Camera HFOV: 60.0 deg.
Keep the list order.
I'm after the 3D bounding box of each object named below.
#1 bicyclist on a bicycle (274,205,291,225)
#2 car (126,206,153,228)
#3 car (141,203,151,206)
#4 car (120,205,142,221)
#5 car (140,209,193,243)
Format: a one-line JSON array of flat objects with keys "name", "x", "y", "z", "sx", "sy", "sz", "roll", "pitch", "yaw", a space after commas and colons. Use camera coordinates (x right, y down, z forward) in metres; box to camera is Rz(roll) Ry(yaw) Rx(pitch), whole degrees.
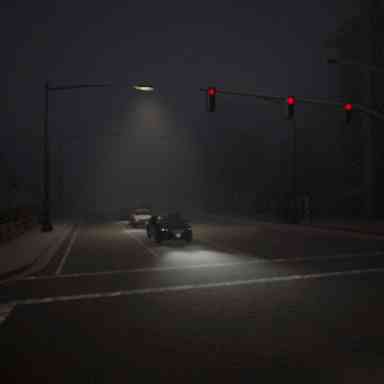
[{"name": "bicyclist on a bicycle", "x": 7.497, "y": 1.918, "z": 27.568, "sx": 1.656, "sy": 1.620, "sz": 0.582, "roll": 0, "pitch": -1, "yaw": -17}, {"name": "car", "x": -4.289, "y": 2.244, "z": 28.634, "sx": 1.812, "sy": 1.442, "sz": 4.674, "roll": 0, "pitch": -1, "yaw": -17}, {"name": "car", "x": -7.192, "y": 2.616, "z": 50.948, "sx": 2.097, "sy": 1.767, "sz": 4.553, "roll": 0, "pitch": -2, "yaw": -17}, {"name": "car", "x": -7.253, "y": 2.518, "z": 38.464, "sx": 2.033, "sy": 1.411, "sz": 5.357, "roll": 0, "pitch": -1, "yaw": -17}, {"name": "car", "x": -1.383, "y": 1.963, "z": 18.989, "sx": 2.128, "sy": 1.511, "sz": 4.902, "roll": 0, "pitch": -1, "yaw": -17}]
